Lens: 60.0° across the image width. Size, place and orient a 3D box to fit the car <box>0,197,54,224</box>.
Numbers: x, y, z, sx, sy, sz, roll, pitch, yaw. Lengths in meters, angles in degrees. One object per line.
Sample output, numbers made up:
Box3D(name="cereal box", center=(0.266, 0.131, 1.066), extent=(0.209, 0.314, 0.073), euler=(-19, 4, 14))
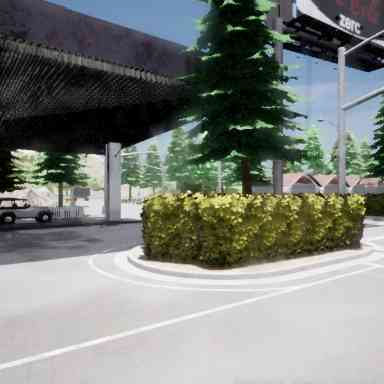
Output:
Box3D(name="car", center=(-11.934, 1.313, 23.504), extent=(3.866, 1.878, 1.905), euler=(0, 0, -36))
